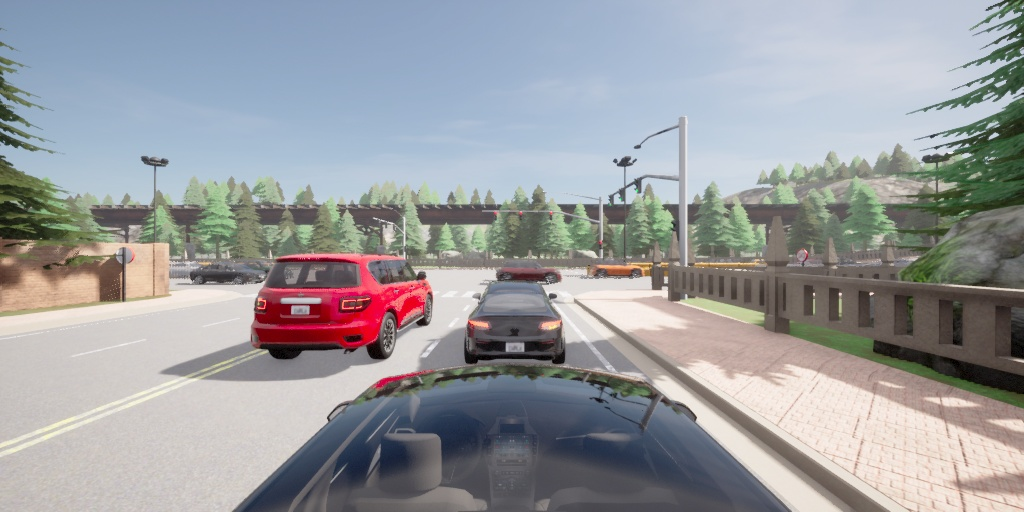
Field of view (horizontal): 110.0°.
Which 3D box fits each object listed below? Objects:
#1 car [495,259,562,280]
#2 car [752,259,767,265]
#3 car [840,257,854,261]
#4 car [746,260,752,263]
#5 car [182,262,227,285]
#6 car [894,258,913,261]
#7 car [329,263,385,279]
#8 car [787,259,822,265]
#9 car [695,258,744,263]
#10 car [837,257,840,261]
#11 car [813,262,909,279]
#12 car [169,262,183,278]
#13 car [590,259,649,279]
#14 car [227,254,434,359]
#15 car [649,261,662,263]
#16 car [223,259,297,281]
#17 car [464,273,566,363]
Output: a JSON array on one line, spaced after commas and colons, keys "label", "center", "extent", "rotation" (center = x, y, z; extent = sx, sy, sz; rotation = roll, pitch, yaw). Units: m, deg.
[{"label": "car", "center": [1.241, 1.102, 25.464], "extent": [4.553, 1.767, 2.097], "rotation": [0, 0, 0]}, {"label": "car", "center": [31.746, 1.210, 46.553], "extent": [5.008, 1.535, 1.882], "rotation": [-1, 0, 0]}, {"label": "car", "center": [41.609, 0.953, 46.535], "extent": [4.892, 1.490, 1.837], "rotation": [-3, 0, 0]}, {"label": "car", "center": [25.538, 1.102, 43.064], "extent": [4.553, 1.767, 2.097], "rotation": [0, 0, 0]}, {"label": "car", "center": [-19.937, 1.255, 25.328], "extent": [4.892, 1.490, 1.837], "rotation": [0, 0, 4]}, {"label": "car", "center": [34.639, 1.218, 32.363], "extent": [4.674, 1.442, 1.812], "rotation": [-1, 0, 0]}, {"label": "car", "center": [-13.963, 1.314, 32.533], "extent": [4.181, 1.385, 1.994], "rotation": [0, 0, 0]}, {"label": "car", "center": [31.421, 1.337, 39.555], "extent": [4.718, 1.301, 1.895], "rotation": [0, 0, 0]}, {"label": "car", "center": [22.433, 1.102, 39.573], "extent": [4.553, 1.767, 2.097], "rotation": [0, 0, 0]}, {"label": "car", "center": [35.687, 1.141, 43.050], "extent": [5.008, 1.535, 1.882], "rotation": [-1, 0, 0]}, {"label": "car", "center": [24.996, 1.297, 25.361], "extent": [5.357, 1.411, 2.033], "rotation": [0, 0, 0]}, {"label": "car", "center": [-29.285, 1.275, 32.605], "extent": [4.674, 1.442, 1.812], "rotation": [0, 0, 0]}, {"label": "car", "center": [9.504, 1.101, 32.426], "extent": [4.553, 1.767, 2.097], "rotation": [0, 0, 0]}, {"label": "car", "center": [-3.440, 0.971, 8.515], "extent": [2.150, 2.045, 5.566], "rotation": [0, 0, 0]}, {"label": "car", "center": [13.412, 1.228, 39.609], "extent": [5.008, 1.535, 1.882], "rotation": [0, 0, 0]}, {"label": "car", "center": [-20.346, 1.102, 29.062], "extent": [4.553, 1.767, 2.097], "rotation": [0, 0, 0]}, {"label": "car", "center": [0.063, 1.276, 7.963], "extent": [1.812, 1.442, 4.674], "rotation": [0, 0, 0]}]
